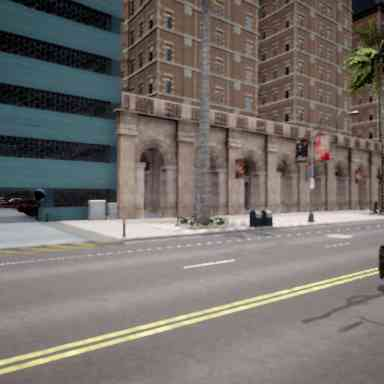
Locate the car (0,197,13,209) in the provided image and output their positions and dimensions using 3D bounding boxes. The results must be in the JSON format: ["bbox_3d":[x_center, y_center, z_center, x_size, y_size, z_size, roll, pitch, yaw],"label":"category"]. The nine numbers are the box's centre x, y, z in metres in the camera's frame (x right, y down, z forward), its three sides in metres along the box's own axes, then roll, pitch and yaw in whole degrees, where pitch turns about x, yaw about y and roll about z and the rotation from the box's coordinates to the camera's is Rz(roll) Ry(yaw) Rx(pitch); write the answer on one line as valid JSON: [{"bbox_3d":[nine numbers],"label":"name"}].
[{"bbox_3d":[-23.825,1.523,44.374,4.718,1.301,1.895,1,0,-35],"label":"car"}]

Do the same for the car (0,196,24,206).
[{"bbox_3d":[-30.196,1.477,54.078,4.786,1.482,2.161,1,0,-35],"label":"car"}]

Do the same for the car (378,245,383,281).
[{"bbox_3d":[6.739,1.582,8.546,5.008,1.535,1.882,0,0,-35],"label":"car"}]

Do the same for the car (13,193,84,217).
[{"bbox_3d":[-12.442,1.098,29.769,5.566,2.045,2.435,1,0,-35],"label":"car"}]
